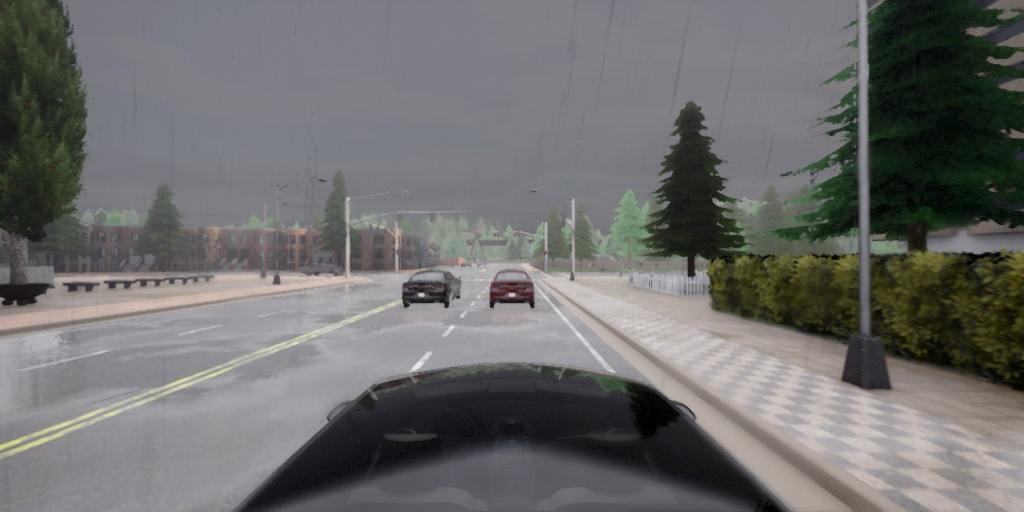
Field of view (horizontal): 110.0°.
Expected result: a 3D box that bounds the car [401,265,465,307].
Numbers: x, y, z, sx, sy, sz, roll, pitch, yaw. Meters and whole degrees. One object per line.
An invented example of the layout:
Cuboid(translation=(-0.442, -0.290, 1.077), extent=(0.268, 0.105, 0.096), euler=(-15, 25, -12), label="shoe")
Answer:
Cuboid(translation=(-3.494, 1.366, 16.328), extent=(1.882, 1.535, 5.008), euler=(0, 0, 0), label="car")

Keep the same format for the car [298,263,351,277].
Cuboid(translation=(-21.181, 1.502, 40.547), extent=(5.357, 1.411, 2.033), euler=(0, -1, 0), label="car")

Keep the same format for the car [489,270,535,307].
Cuboid(translation=(0.006, 1.366, 16.336), extent=(1.882, 1.535, 5.008), euler=(0, 0, 0), label="car")
